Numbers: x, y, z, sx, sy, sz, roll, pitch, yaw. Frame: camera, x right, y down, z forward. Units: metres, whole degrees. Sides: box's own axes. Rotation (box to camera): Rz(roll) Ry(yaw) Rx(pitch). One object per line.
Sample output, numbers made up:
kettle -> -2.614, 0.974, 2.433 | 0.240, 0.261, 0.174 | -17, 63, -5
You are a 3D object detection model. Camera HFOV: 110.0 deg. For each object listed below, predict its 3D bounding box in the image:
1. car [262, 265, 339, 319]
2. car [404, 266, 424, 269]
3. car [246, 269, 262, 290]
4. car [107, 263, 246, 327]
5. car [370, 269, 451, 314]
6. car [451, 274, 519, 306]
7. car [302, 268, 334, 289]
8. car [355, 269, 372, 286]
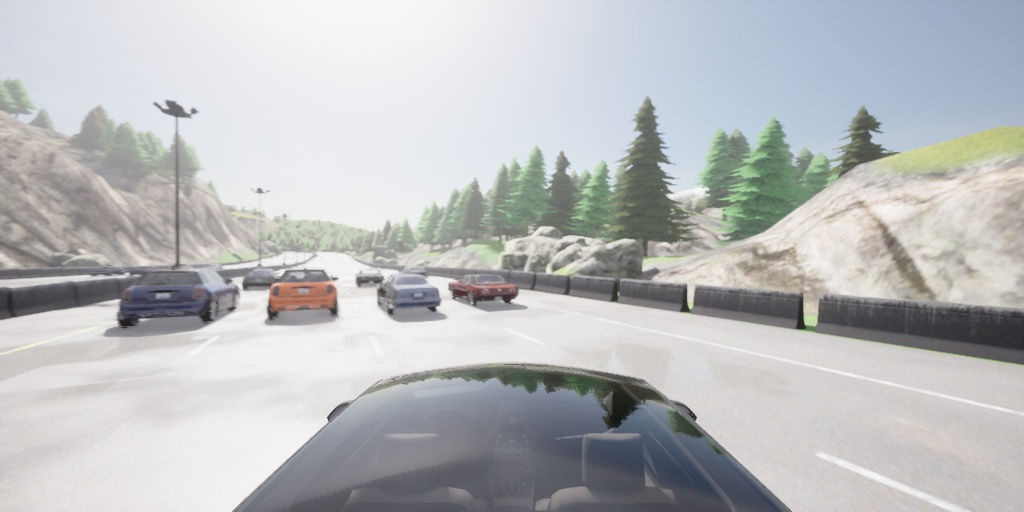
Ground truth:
car -> -7.855, 1.215, 13.800 | 2.097, 1.767, 4.553 | 0, -1, -26
car -> -8.427, 1.602, 30.479 | 1.837, 1.490, 4.892 | 0, 0, -26
car -> -17.816, 1.604, 25.778 | 1.994, 1.385, 4.181 | 0, -1, -26
car -> -10.981, 1.197, 12.224 | 2.097, 1.767, 4.553 | 0, -1, -26
car -> -4.337, 1.419, 14.571 | 2.033, 1.411, 5.357 | 0, -1, -27
car -> -1.536, 1.500, 16.805 | 1.895, 1.301, 4.718 | 0, -1, -26
car -> -14.678, 1.622, 27.328 | 1.994, 1.385, 4.181 | 0, -1, -26
car -> -11.424, 1.674, 28.640 | 1.895, 1.301, 4.718 | 0, -1, -26
